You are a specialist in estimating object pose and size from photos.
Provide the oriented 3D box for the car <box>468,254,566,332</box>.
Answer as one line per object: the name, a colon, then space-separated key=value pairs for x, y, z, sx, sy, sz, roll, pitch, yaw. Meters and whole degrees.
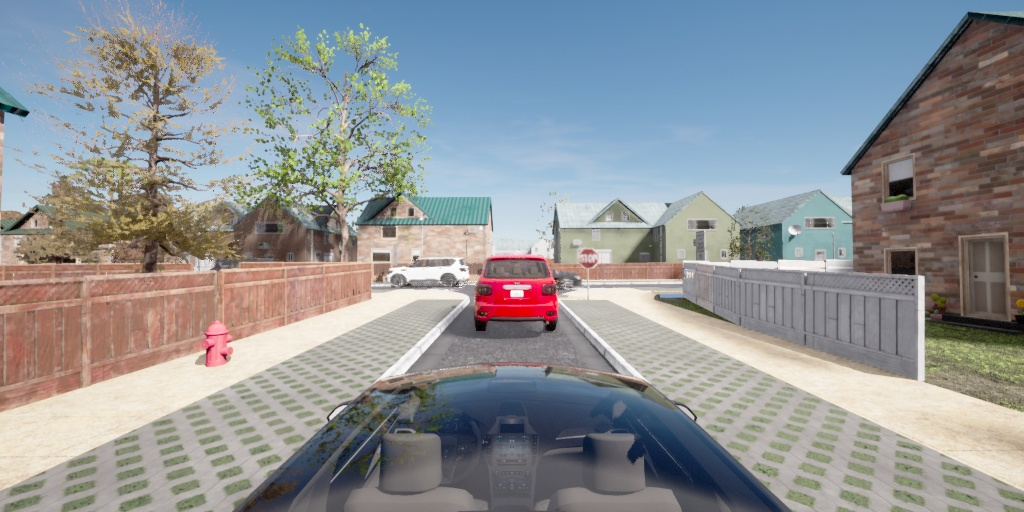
car: x=0.077 y=0.976 z=11.078 sx=2.150 sy=2.045 sz=5.566 roll=0 pitch=0 yaw=-1

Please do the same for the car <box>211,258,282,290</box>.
car: x=-15.085 y=1.136 z=21.705 sx=5.566 sy=2.045 sz=2.150 roll=-1 pitch=-1 yaw=1

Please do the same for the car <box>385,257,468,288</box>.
car: x=-5.698 y=1.113 z=24.532 sx=5.566 sy=2.045 sz=2.150 roll=-1 pitch=-1 yaw=1

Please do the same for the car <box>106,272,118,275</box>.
car: x=-27.766 y=1.732 z=24.821 sx=4.718 sy=1.301 sz=1.895 roll=-1 pitch=-1 yaw=1

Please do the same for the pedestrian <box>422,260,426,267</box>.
pedestrian: x=-6.704 y=1.119 z=27.456 sx=0.375 sy=1.860 sz=0.375 roll=0 pitch=-1 yaw=1

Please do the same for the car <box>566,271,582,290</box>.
car: x=1.685 y=1.259 z=21.466 sx=4.902 sy=1.511 sz=2.128 roll=-1 pitch=-1 yaw=1
